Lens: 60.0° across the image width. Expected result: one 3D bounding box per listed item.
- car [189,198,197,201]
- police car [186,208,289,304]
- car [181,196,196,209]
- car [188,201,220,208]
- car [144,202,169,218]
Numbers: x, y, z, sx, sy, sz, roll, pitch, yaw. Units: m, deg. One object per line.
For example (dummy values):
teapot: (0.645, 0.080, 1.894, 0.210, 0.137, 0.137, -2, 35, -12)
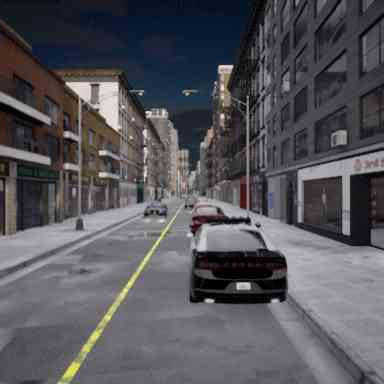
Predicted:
car: (0.851, 1.456, 24.411, 1.801, 1.575, 5.366, 0, 0, 0)
police car: (0.884, 1.423, 8.330, 1.930, 1.638, 5.238, 0, 0, 0)
car: (-0.075, 1.566, 45.122, 2.033, 1.411, 5.357, 0, 0, 0)
car: (0.863, 1.476, 18.221, 1.882, 1.535, 5.008, 0, 0, 0)
car: (-3.162, 1.567, 30.071, 1.994, 1.385, 4.181, 0, 0, 0)
